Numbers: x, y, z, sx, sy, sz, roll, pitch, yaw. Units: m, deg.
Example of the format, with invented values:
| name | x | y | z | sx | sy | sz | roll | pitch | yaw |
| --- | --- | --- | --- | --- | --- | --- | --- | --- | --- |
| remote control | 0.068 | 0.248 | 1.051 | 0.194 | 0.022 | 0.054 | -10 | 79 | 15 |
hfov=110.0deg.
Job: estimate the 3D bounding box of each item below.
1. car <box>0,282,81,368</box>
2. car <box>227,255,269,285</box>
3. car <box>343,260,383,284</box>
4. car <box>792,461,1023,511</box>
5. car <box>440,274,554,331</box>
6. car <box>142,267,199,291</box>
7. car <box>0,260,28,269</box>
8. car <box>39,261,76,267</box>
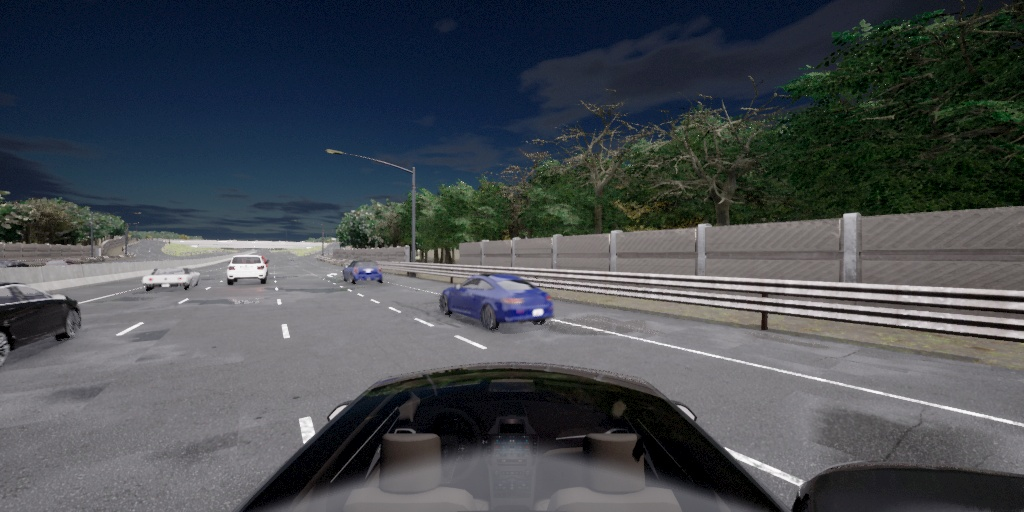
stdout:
| name | x | y | z | sx | sy | sz | roll | pitch | yaw |
| --- | --- | --- | --- | --- | --- | --- | --- | --- | --- |
| car | -10.436 | 1.239 | 6.866 | 2.128 | 1.511 | 4.902 | 0 | 0 | -34 |
| car | -19.283 | 0.957 | 26.244 | 2.150 | 2.045 | 5.566 | 0 | 0 | -34 |
| car | -11.232 | 1.091 | 26.803 | 2.097 | 1.767 | 4.553 | 0 | 0 | -34 |
| car | 2.985 | 1.315 | 0.502 | 4.181 | 1.385 | 1.994 | 0 | 0 | 34 |
| car | -0.626 | 1.274 | 11.104 | 1.812 | 1.442 | 4.674 | 0 | 0 | -34 |
| car | -20.512 | 1.339 | 21.796 | 1.895 | 1.301 | 4.718 | 0 | 0 | -34 |
| car | -51.386 | 1.197 | 36.197 | 2.128 | 1.511 | 4.902 | 0 | 0 | -33 |
| car | -48.725 | 1.231 | 38.510 | 1.812 | 1.442 | 4.674 | 0 | 0 | -33 |
